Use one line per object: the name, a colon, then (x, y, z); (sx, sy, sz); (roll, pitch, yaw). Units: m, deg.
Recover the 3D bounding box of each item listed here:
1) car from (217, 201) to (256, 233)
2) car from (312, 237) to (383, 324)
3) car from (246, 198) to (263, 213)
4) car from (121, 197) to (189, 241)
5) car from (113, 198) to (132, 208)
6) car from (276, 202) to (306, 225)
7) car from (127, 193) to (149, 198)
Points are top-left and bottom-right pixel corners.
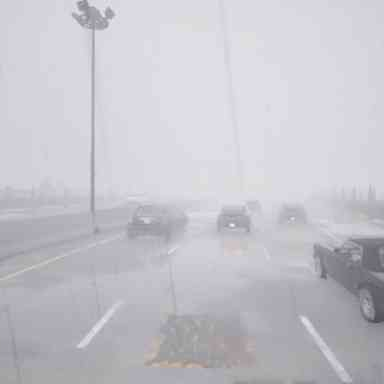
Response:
car: (2.633, 1.491, 19.870); (1.837, 1.490, 4.892); (0, 0, 12)
car: (4.030, 1.610, 7.003); (1.895, 1.301, 4.718); (0, 0, 5)
car: (6.883, 1.487, 37.531); (1.837, 1.490, 4.892); (0, 0, 14)
car: (-1.564, 1.323, 16.751); (2.097, 1.767, 4.553); (0, 0, 11)
car: (-5.771, 1.498, 30.900); (1.994, 1.385, 4.181); (0, 0, 14)
car: (7.295, 1.506, 24.488); (1.837, 1.490, 4.892); (0, 0, 13)
car: (-8.210, 1.122, 49.968); (2.150, 2.045, 5.566); (0, 0, 14)
